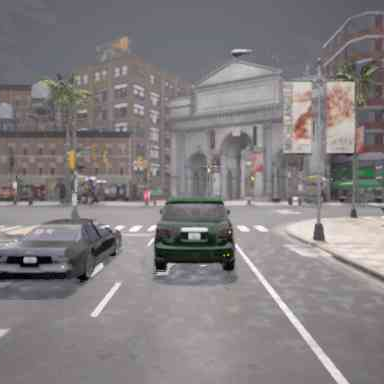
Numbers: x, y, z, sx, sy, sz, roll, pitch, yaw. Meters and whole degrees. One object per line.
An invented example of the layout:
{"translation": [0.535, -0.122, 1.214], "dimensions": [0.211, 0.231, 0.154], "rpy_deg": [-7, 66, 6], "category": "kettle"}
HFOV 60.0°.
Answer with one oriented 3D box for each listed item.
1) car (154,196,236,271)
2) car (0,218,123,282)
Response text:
{"translation": [0.091, 1.134, 10.684], "dimensions": [2.150, 2.045, 5.566], "rpy_deg": [0, 0, 1], "category": "car"}
{"translation": [-3.421, 1.469, 9.563], "dimensions": [2.033, 1.411, 5.357], "rpy_deg": [0, 0, 0], "category": "car"}
